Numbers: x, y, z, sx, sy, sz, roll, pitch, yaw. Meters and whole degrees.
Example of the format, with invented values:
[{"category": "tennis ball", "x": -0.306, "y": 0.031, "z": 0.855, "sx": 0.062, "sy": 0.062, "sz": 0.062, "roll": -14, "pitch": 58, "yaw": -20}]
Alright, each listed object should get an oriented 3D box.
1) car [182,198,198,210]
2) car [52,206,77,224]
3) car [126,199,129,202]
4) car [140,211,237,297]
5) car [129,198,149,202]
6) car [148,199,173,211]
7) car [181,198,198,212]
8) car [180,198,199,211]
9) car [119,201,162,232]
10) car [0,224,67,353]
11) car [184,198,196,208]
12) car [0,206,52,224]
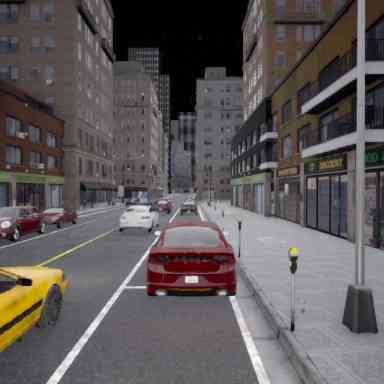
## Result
[{"category": "car", "x": -0.277, "y": 1.543, "z": 44.111, "sx": 1.947, "sy": 1.339, "sz": 4.313, "roll": -1, "pitch": 0, "yaw": 0}, {"category": "car", "x": -8.822, "y": 1.575, "z": 21.767, "sx": 1.802, "sy": 1.307, "sz": 4.206, "roll": -1, "pitch": 0, "yaw": 0}, {"category": "car", "x": -8.822, "y": 1.516, "z": 49.695, "sx": 1.887, "sy": 1.381, "sz": 4.507, "roll": -1, "pitch": 0, "yaw": 0}, {"category": "car", "x": -0.006, "y": 1.475, "z": 8.652, "sx": 1.882, "sy": 1.535, "sz": 5.008, "roll": 0, "pitch": 0, "yaw": 0}, {"category": "car", "x": -6.201, "y": 1.456, "z": 41.799, "sx": 1.882, "sy": 1.535, "sz": 5.008, "roll": 0, "pitch": 0, "yaw": 0}, {"category": "car", "x": -3.094, "y": 1.510, "z": 34.926, "sx": 1.812, "sy": 1.442, "sz": 4.674, "roll": 0, "pitch": 0, "yaw": 1}, {"category": "car", "x": -0.279, "y": 1.507, "z": 38.694, "sx": 1.752, "sy": 1.417, "sz": 4.829, "roll": -1, "pitch": 0, "yaw": 0}, {"category": "car", "x": -0.280, "y": 1.537, "z": 32.939, "sx": 2.008, "sy": 1.369, "sz": 4.403, "roll": -1, "pitch": 0, "yaw": 0}, {"category": "car", "x": -3.092, "y": 1.519, "z": 19.941, "sx": 1.812, "sy": 1.442, "sz": 4.674, "roll": 0, "pitch": 0, "yaw": 1}, {"category": "car", "x": -3.145, "y": 1.454, "z": 3.869, "sx": 1.801, "sy": 1.575, "sz": 5.366, "roll": 0, "pitch": 0, "yaw": 0}, {"category": "car", "x": -0.276, "y": 1.554, "z": 49.696, "sx": 1.802, "sy": 1.307, "sz": 4.206, "roll": -1, "pitch": 0, "yaw": 0}, {"category": "car", "x": -8.823, "y": 1.435, "z": 16.181, "sx": 1.967, "sy": 1.590, "sz": 4.097, "roll": -1, "pitch": 0, "yaw": 0}]
